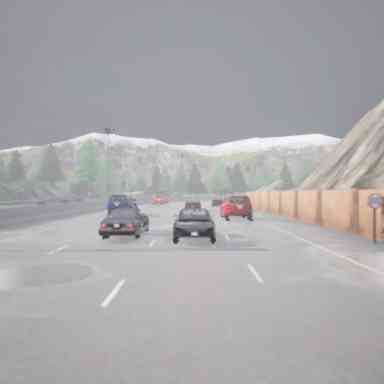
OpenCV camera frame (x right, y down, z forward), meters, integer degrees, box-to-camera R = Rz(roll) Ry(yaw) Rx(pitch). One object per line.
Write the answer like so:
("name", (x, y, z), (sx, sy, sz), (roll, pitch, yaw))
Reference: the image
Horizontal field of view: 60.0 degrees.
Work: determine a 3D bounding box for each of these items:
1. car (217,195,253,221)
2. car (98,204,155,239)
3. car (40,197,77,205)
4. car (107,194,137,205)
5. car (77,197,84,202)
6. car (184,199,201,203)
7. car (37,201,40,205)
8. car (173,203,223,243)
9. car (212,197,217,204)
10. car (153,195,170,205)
("car", (3.607, 1.250, 27.552), (2.150, 2.045, 5.566), (0, 0, 0))
("car", (-3.393, 1.565, 17.447), (2.033, 1.411, 5.357), (0, 0, 0))
("car", (-17.539, 1.534, 43.991), (2.128, 1.511, 4.902), (0, 0, 1))
("car", (-6.893, 1.253, 33.211), (2.150, 2.045, 5.566), (0, 0, 0))
("car", (-20.282, 1.540, 56.995), (2.128, 1.511, 4.902), (0, 0, 6))
("car", (0.112, 1.516, 39.933), (1.882, 1.535, 5.008), (0, 0, 0))
("car", (-23.946, 1.613, 56.197), (2.033, 1.411, 5.357), (0, 0, 6))
("car", (0.103, 1.507, 16.110), (2.128, 1.511, 4.902), (0, 0, 0))
("car", (4.427, 1.531, 55.213), (1.882, 1.535, 5.008), (-1, 0, 8))
("car", (-5.499, 1.410, 60.239), (2.097, 1.767, 4.553), (0, 0, 11))
